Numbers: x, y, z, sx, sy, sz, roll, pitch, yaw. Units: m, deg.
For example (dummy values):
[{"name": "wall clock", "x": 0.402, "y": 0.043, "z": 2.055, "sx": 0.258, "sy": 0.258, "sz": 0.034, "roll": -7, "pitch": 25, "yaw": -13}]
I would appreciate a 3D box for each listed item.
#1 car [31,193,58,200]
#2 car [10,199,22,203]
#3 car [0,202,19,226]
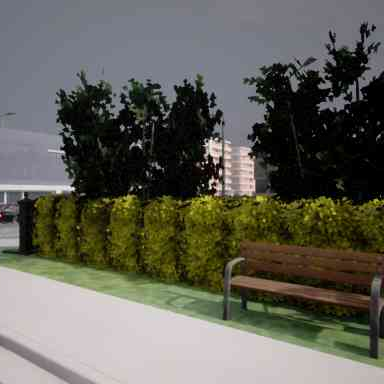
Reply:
[{"name": "car", "x": -15.244, "y": 1.167, "z": 36.865, "sx": 2.150, "sy": 2.045, "sz": 5.566, "roll": 0, "pitch": 0, "yaw": 36}, {"name": "car", "x": -19.070, "y": 1.502, "z": 37.534, "sx": 2.033, "sy": 1.411, "sz": 5.357, "roll": 0, "pitch": 0, "yaw": 35}, {"name": "car", "x": -11.467, "y": 1.588, "z": 23.626, "sx": 1.895, "sy": 1.301, "sz": 4.718, "roll": 0, "pitch": 0, "yaw": 35}]
